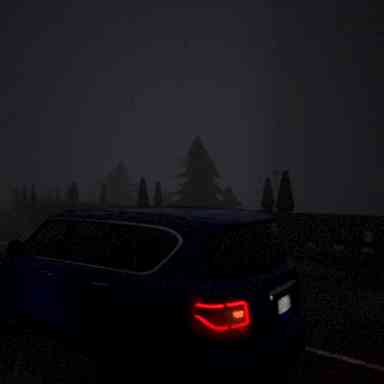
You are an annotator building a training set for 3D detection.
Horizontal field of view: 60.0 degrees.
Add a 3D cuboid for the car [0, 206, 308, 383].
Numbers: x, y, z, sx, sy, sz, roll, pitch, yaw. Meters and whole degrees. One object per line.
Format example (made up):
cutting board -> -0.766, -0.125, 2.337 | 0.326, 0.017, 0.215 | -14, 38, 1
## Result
car -> -1.174, 1.237, 5.031 | 5.566, 2.045, 2.150 | 0, 0, 38
